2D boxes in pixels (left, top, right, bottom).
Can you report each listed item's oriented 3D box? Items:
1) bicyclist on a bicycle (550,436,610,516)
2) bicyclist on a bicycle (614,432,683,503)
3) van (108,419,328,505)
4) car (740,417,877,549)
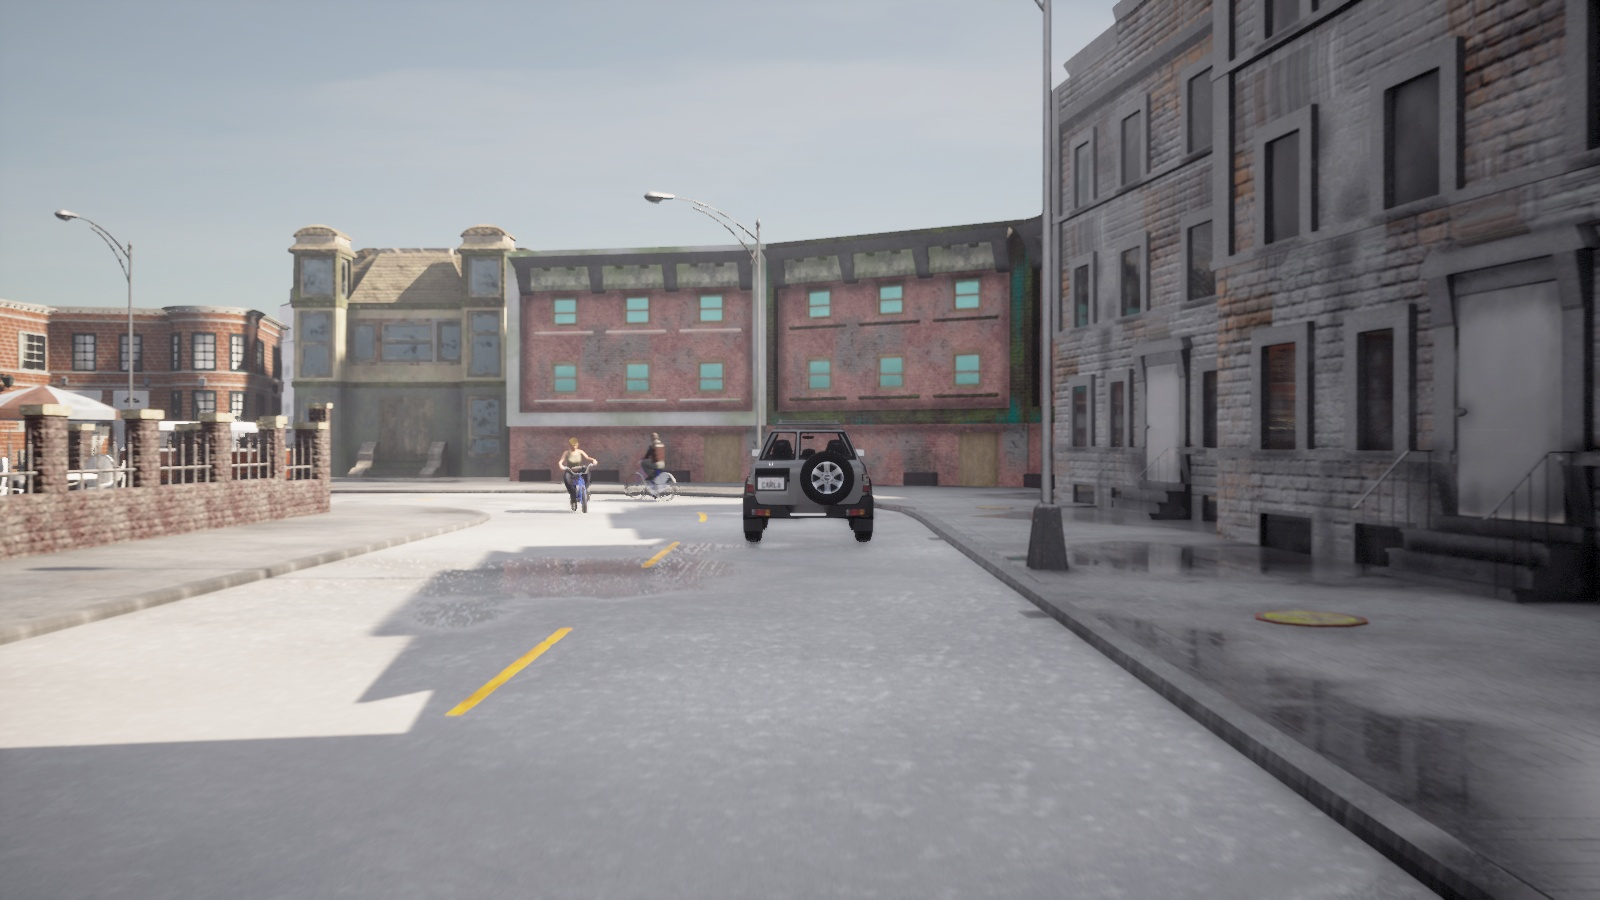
[{"bbox_3d":[-4.693,0.530,26.725,0.866,1.612,1.509,-4,2,-22],"label":"bicyclist on a bicycle"},{"bbox_3d":[-3.916,0.434,32.311,1.843,1.776,0.659,1,2,41],"label":"bicyclist on a bicycle"},{"bbox_3d":[-14.276,0.284,30.997,4.480,2.038,2.069,0,0,0],"label":"van"},{"bbox_3d":[0.130,0.450,20.024,1.932,1.855,4.605,0,0,0],"label":"car"}]
